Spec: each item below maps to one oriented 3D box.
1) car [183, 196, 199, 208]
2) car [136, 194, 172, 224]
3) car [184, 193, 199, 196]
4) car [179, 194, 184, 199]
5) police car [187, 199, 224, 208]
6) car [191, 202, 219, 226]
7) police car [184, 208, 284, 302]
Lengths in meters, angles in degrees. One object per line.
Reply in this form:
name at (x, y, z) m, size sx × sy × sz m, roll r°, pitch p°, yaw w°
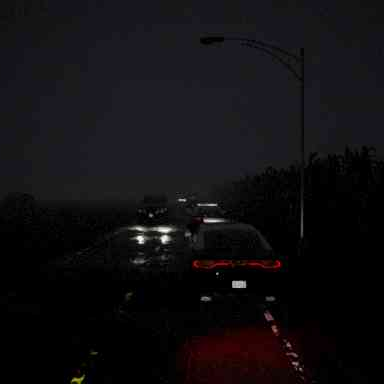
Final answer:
car at (0.106, 1.550, 46.078) m, size 1.895 × 1.301 × 4.718 m, roll 0°, pitch 0°, yaw 1°
car at (-2.718, 1.204, 24.811) m, size 2.150 × 2.045 × 5.566 m, roll 0°, pitch 0°, yaw 0°
car at (0.079, 1.134, 60.043) m, size 2.150 × 2.045 × 5.566 m, roll 0°, pitch 0°, yaw 0°
car at (-2.628, 1.283, 91.238) m, size 2.128 × 1.511 × 4.902 m, roll 0°, pitch 0°, yaw 0°
police car at (0.849, 1.415, 18.444) m, size 1.930 × 1.638 × 5.238 m, roll 0°, pitch 0°, yaw 0°
car at (0.856, 1.509, 24.334) m, size 1.812 × 1.442 × 4.674 m, roll 0°, pitch 0°, yaw 0°
police car at (0.835, 1.423, 8.445) m, size 1.930 × 1.638 × 5.238 m, roll 0°, pitch 0°, yaw 0°
